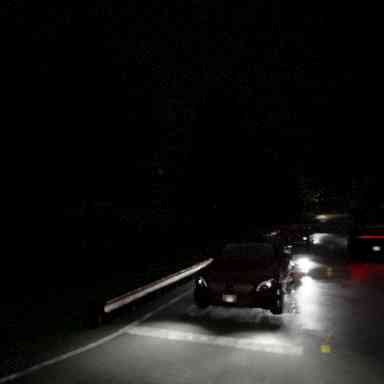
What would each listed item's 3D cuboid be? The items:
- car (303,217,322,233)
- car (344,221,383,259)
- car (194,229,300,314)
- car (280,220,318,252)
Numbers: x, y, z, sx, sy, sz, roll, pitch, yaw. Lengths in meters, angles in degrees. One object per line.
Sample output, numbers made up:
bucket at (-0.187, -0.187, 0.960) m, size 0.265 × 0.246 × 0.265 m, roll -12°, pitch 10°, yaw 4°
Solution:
car at (11.029, 3.057, 31.023) m, size 1.994 × 1.385 × 4.181 m, roll -3°, pitch -4°, yaw 23°
car at (8.077, 2.073, 15.049) m, size 2.128 × 1.511 × 4.902 m, roll -3°, pitch -4°, yaw 24°
car at (1.587, 1.917, 8.670) m, size 1.812 × 1.442 × 4.674 m, roll -3°, pitch -4°, yaw 22°
car at (5.640, 2.471, 18.353) m, size 1.895 × 1.301 × 4.718 m, roll -3°, pitch -4°, yaw 23°
